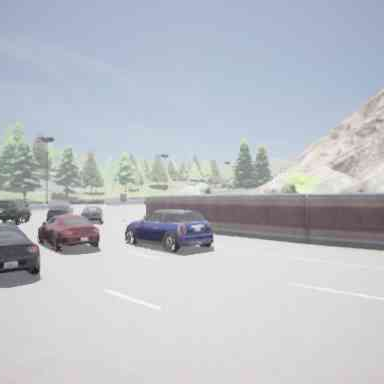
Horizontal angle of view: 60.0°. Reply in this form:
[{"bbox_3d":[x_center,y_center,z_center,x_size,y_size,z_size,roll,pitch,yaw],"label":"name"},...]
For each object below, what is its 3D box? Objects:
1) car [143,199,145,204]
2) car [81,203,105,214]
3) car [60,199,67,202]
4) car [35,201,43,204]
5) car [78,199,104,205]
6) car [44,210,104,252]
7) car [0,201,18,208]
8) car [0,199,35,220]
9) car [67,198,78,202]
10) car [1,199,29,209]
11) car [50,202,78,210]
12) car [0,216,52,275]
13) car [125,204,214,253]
[{"bbox_3d":[-8.621,1.871,72.260,2.097,1.767,4.553,-1,0,32],"label":"car"},{"bbox_3d":[-8.978,2.026,30.255,2.033,1.411,5.357,0,-1,-13],"label":"car"},{"bbox_3d":[-29.051,2.294,79.226,1.882,1.535,5.008,-1,0,32],"label":"car"},{"bbox_3d":[-30.121,2.337,62.387,1.812,1.442,4.674,-1,0,22],"label":"car"},{"bbox_3d":[-22.723,2.263,76.137,2.033,1.411,5.357,-1,0,32],"label":"car"},{"bbox_3d":[-5.718,1.776,15.283,1.812,1.442,4.674,0,-1,-37],"label":"car"},{"bbox_3d":[-36.562,2.432,65.123,1.994,1.385,4.181,-1,0,22],"label":"car"},{"bbox_3d":[-15.766,1.711,29.032,2.150,2.045,5.566,-1,-1,-14],"label":"car"},{"bbox_3d":[-26.150,2.330,77.263,1.994,1.385,4.181,-1,0,32],"label":"car"},{"bbox_3d":[-33.551,2.202,63.201,2.097,1.767,4.553,-1,0,19],"label":"car"},{"bbox_3d":[-12.860,2.035,32.719,1.837,1.490,4.892,-1,0,-10],"label":"car"},{"bbox_3d":[-6.114,1.703,10.172,1.812,1.442,4.674,0,-1,-42],"label":"car"},{"bbox_3d":[-1.168,1.579,15.125,2.097,1.767,4.553,1,-1,-41],"label":"car"}]
